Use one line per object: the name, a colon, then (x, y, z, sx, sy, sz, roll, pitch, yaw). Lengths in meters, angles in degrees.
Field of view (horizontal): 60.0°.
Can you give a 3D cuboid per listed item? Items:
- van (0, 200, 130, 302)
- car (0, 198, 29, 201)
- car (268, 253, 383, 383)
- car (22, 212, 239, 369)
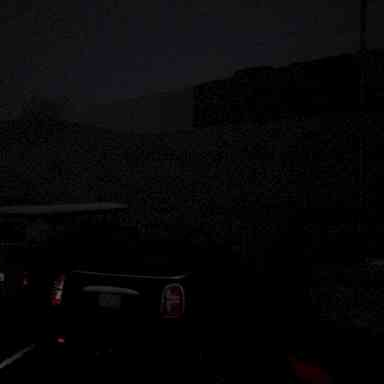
van: (-2.820, 1.257, 7.946, 1.878, 1.987, 4.442, 0, -1, 15)
car: (-7.707, 1.222, 11.268, 2.435, 2.045, 5.566, 1, -1, 15)
car: (2.003, 1.529, 4.363, 2.002, 1.452, 4.674, 0, -1, 15)
car: (-0.430, 1.359, 6.070, 2.185, 1.767, 4.553, 0, -1, 15)
